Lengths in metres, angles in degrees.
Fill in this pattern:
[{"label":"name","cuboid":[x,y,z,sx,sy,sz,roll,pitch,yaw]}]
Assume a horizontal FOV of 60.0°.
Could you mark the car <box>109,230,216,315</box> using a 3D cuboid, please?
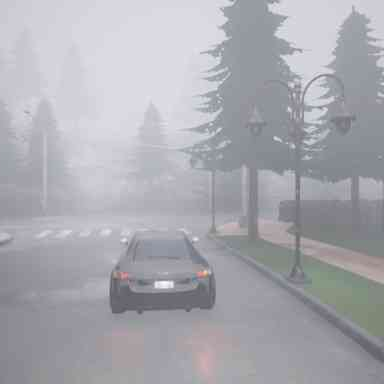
[{"label":"car","cuboid":[-0.725,1.563,7.709,1.994,1.385,4.181,0,0,-7]}]
